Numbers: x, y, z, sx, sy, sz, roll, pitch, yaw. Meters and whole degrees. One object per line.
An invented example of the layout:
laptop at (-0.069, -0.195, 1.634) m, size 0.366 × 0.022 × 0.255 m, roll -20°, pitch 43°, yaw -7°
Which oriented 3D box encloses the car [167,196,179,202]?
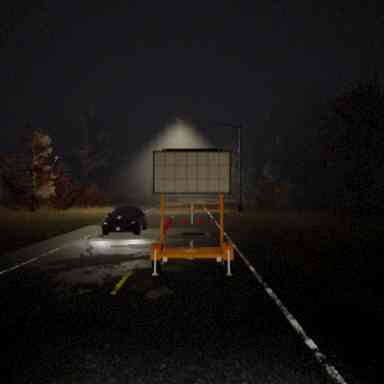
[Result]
car at (-3.553, 1.473, 61.936) m, size 1.837 × 1.490 × 4.892 m, roll 0°, pitch 0°, yaw 0°

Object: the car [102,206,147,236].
car at (-3.599, 1.514, 18.487) m, size 1.812 × 1.442 × 4.674 m, roll 0°, pitch 0°, yaw 0°

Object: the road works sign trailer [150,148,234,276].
road works sign trailer at (0.000, 0.458, 10.348) m, size 2.380 × 3.560 × 2.880 m, roll 0°, pitch 0°, yaw 0°
